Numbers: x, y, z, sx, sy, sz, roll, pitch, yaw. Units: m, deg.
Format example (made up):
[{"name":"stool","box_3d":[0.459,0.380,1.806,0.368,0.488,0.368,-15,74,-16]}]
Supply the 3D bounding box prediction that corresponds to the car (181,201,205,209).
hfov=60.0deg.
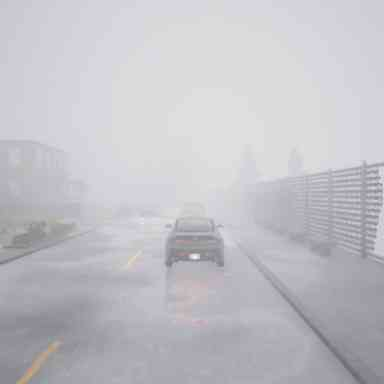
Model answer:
[{"name":"car","box_3d":[0.099,1.567,29.704,2.097,1.767,4.553,0,0,0]}]

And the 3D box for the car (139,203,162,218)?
[{"name":"car","box_3d":[-4.074,1.790,33.581,2.033,1.411,5.357,0,0,0]}]

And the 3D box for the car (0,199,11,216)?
[{"name":"car","box_3d":[-17.271,1.336,27.712,3.633,1.501,1.845,0,0,0]}]

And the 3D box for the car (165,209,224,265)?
[{"name":"car","box_3d":[0.091,1.594,11.935,1.837,1.490,4.892,0,0,0]}]
